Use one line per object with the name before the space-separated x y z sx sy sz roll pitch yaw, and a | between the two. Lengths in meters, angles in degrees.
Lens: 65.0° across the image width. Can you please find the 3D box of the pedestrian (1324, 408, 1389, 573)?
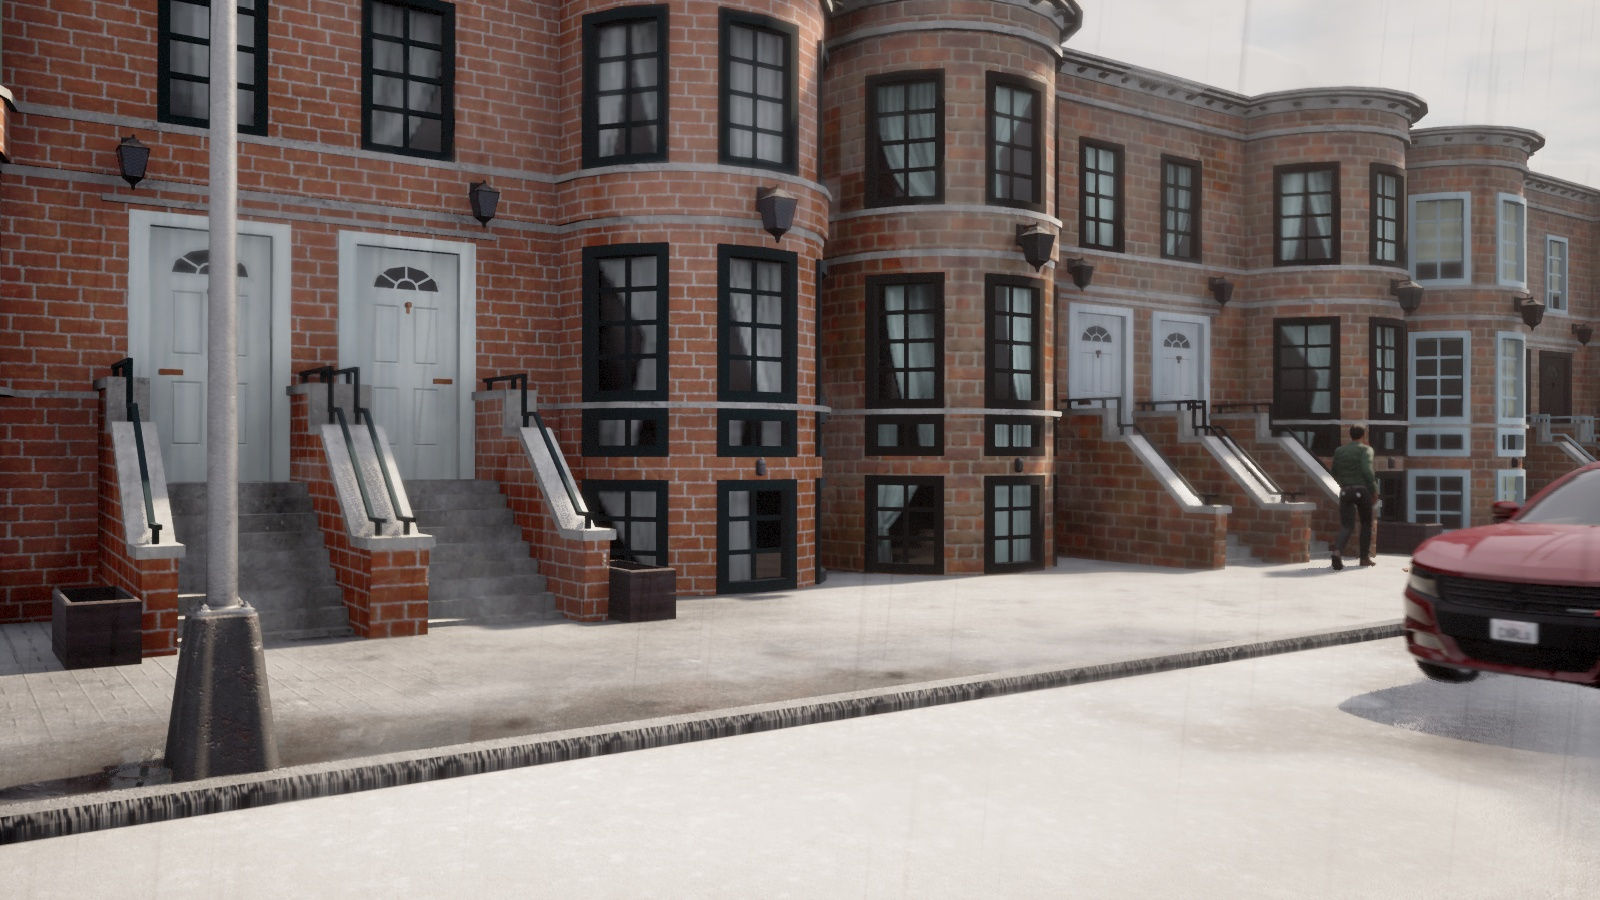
pedestrian | 6.755 0.474 15.242 0.788 1.949 0.423 0 0 -41

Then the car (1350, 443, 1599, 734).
car | 6.006 0.730 8.449 5.008 1.535 1.882 0 0 -35
